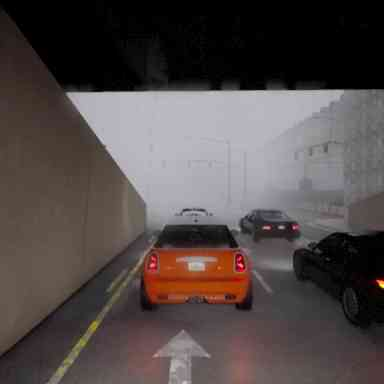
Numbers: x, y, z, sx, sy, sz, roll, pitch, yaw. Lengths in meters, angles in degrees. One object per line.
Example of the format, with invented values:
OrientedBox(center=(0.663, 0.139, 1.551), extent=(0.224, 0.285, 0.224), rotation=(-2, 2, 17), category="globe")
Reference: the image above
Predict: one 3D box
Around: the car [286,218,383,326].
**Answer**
OrientedBox(center=(3.584, 1.519, 6.915), extent=(1.812, 1.442, 4.674), rotation=(0, 0, 0), category="car")

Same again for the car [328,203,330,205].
OrientedBox(center=(17.522, 1.413, 38.907), extent=(2.038, 1.542, 4.974), rotation=(0, 0, 45), category="car")

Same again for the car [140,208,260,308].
OrientedBox(center=(0.086, 1.344, 8.057), extent=(2.097, 1.767, 4.553), rotation=(0, 0, 0), category="car")

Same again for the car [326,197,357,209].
OrientedBox(center=(17.558, 1.255, 38.944), extent=(1.853, 1.218, 4.536), rotation=(0, 0, 45), category="car")

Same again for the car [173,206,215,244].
OrientedBox(center=(0.093, 1.509, 16.734), extent=(1.812, 1.442, 4.674), rotation=(0, 0, 0), category="car")

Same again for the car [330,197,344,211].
OrientedBox(center=(17.419, 1.418, 34.300), extent=(2.038, 1.542, 4.974), rotation=(0, 0, -35), category="car")

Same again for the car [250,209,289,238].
OrientedBox(center=(3.626, 1.531, 16.406), extent=(2.033, 1.411, 5.357), rotation=(0, 0, -3), category="car")
